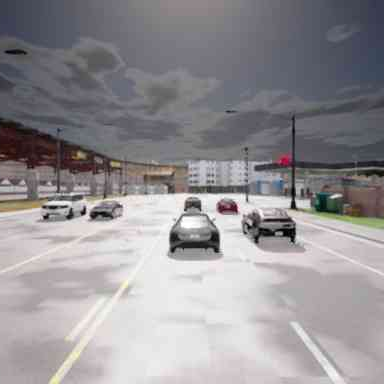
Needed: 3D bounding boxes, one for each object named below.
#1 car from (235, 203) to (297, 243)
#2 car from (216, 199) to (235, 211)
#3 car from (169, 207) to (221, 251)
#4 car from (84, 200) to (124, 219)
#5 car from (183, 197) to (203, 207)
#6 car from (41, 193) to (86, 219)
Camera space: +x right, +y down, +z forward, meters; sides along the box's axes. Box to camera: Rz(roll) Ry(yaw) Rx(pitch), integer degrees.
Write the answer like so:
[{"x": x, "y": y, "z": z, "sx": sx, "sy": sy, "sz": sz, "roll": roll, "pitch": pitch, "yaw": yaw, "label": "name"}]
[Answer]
[{"x": 3.599, "y": 1.494, "z": 16.175, "sx": 2.128, "sy": 1.511, "sz": 4.902, "roll": 0, "pitch": 0, "yaw": 0, "label": "car"}, {"x": 3.596, "y": 1.358, "z": 34.609, "sx": 1.994, "sy": 1.385, "sz": 4.181, "roll": 0, "pitch": 1, "yaw": 0, "label": "car"}, {"x": 0.098, "y": 1.577, "z": 14.120, "sx": 1.994, "sy": 1.385, "sz": 4.181, "roll": 0, "pitch": 0, "yaw": 0, "label": "car"}, {"x": -7.003, "y": 1.435, "z": 27.894, "sx": 2.033, "sy": 1.411, "sz": 5.357, "roll": 0, "pitch": 1, "yaw": 0, "label": "car"}, {"x": 0.098, "y": 1.273, "z": 36.576, "sx": 1.837, "sy": 1.490, "sz": 4.892, "roll": 0, "pitch": 1, "yaw": 0, "label": "car"}, {"x": -10.503, "y": 1.103, "z": 27.820, "sx": 2.150, "sy": 2.045, "sz": 5.566, "roll": 0, "pitch": 1, "yaw": 0, "label": "car"}]
